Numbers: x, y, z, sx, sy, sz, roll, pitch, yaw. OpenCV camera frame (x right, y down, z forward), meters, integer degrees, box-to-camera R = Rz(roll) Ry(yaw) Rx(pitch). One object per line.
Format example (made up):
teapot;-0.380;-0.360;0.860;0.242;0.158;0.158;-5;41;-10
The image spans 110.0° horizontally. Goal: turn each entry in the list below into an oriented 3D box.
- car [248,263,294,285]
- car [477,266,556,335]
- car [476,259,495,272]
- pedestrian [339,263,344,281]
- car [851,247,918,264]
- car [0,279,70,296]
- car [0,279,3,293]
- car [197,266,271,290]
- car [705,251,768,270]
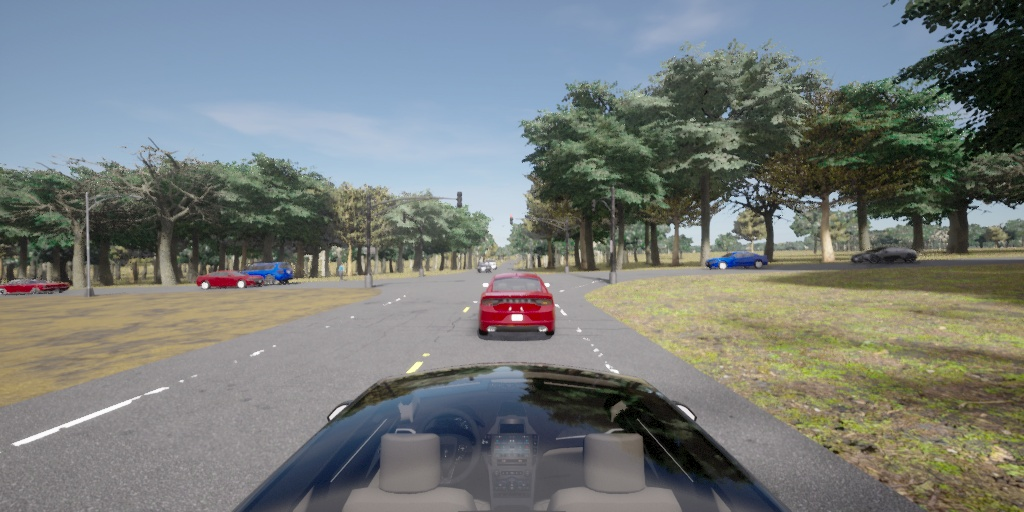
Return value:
car;-23.788;1.745;34.012;5.566;2.045;2.150;-2;-1;2
car;0.127;1.226;10.484;1.882;1.535;5.008;0;0;0
car;-3.841;1.586;49.868;2.128;1.511;4.902;0;-1;-2
pedestrian;-17.914;1.651;37.603;0.375;1.860;0.375;0;1;3
car;32.704;-0.072;31.552;4.674;1.442;1.812;-2;-1;2
car;-41.501;2.680;31.062;4.718;1.301;1.895;-2;-1;3
car;-53.400;3.046;35.197;4.181;1.385;1.994;-2;-1;3
car;-23.689;1.962;30.255;5.008;1.535;1.882;-2;-1;2
car;20.001;0.379;32.089;5.008;1.535;1.882;-2;-1;2
